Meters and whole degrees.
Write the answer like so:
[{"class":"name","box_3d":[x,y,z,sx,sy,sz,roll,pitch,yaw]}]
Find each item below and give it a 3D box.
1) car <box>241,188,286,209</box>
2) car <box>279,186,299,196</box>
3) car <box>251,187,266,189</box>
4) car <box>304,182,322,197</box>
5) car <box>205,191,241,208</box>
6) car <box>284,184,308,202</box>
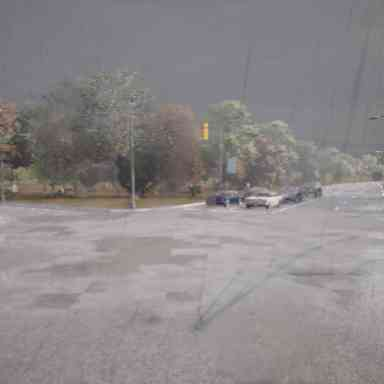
[{"class":"car","box_3d":[5.953,0.633,27.390,1.895,1.301,4.718,1,2,29]},{"class":"car","box_3d":[14.502,-0.197,49.606,1.994,1.385,4.181,1,2,29]},{"class":"car","box_3d":[7.387,0.200,37.061,1.837,1.490,4.892,1,2,30]},{"class":"car","box_3d":[16.525,-0.423,46.059,2.150,2.045,5.566,1,2,31]},{"class":"car","box_3d":[2.904,0.585,29.108,1.895,1.301,4.718,1,2,29]},{"class":"car","box_3d":[10.528,0.229,35.506,2.128,1.511,4.902,1,2,30]}]
